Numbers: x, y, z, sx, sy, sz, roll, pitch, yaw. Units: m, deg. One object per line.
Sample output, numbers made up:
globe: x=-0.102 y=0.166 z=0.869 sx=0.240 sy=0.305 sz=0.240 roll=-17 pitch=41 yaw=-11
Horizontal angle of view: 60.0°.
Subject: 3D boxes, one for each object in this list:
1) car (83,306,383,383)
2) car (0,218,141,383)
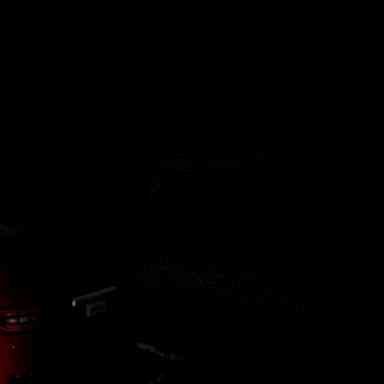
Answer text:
car: x=1.526 y=1.582 z=1.716 sx=4.206 sy=1.307 sz=1.802 roll=0 pitch=0 yaw=36
car: x=-2.959 y=1.315 z=4.931 sx=5.009 sy=1.841 sz=2.192 roll=0 pitch=0 yaw=36
